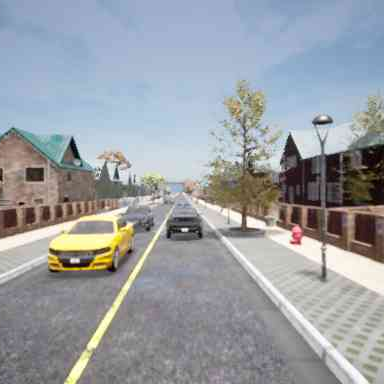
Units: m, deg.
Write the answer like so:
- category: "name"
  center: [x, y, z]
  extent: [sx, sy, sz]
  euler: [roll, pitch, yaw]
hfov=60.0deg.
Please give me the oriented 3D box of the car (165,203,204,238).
- category: "car"
  center: [-0.427, 1.585, 18.409]
  extent: [1.837, 1.490, 4.892]
  euler: [0, 0, -2]

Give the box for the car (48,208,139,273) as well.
- category: "car"
  center: [-3.156, 1.550, 11.251]
  extent: [1.882, 1.535, 5.008]
  euler: [0, 0, -2]

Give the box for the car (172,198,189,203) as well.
- category: "car"
  center: [-1.202, 1.743, 43.557]
  extent: [2.033, 1.411, 5.357]
  euler: [0, 0, -2]

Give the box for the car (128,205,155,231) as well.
- category: "car"
  center: [-3.463, 1.623, 21.519]
  extent: [1.837, 1.490, 4.892]
  euler: [0, 0, -2]

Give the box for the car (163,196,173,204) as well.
- category: "car"
  center: [-4.876, 1.665, 69.938]
  extent: [2.097, 1.767, 4.553]
  euler: [0, 0, -2]
